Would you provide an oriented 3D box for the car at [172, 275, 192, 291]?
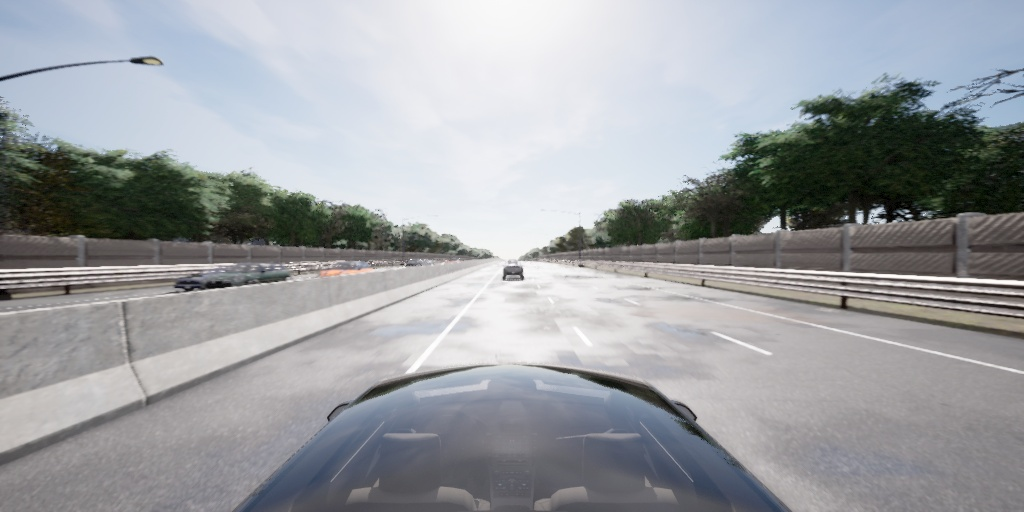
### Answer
[{"bbox_3d":[-17.586,1.309,22.081,2.033,1.411,5.357,0,0,0],"label":"car"}]

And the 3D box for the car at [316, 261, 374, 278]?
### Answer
[{"bbox_3d":[-10.578,1.114,23.078,2.097,1.767,4.553,0,0,0],"label":"car"}]

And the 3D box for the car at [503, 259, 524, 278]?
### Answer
[{"bbox_3d":[0.113,1.262,33.628,2.128,1.511,4.902,0,0,0],"label":"car"}]

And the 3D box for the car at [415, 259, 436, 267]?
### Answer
[{"bbox_3d":[-13.994,1.308,59.888,2.128,1.511,4.902,0,0,1],"label":"car"}]

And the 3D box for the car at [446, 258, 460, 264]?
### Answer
[{"bbox_3d":[-10.489,1.161,64.423,2.097,1.767,4.553,0,0,0],"label":"car"}]

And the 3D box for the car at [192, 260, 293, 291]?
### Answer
[{"bbox_3d":[-14.078,1.111,19.383,2.097,1.767,4.553,0,0,0],"label":"car"}]
